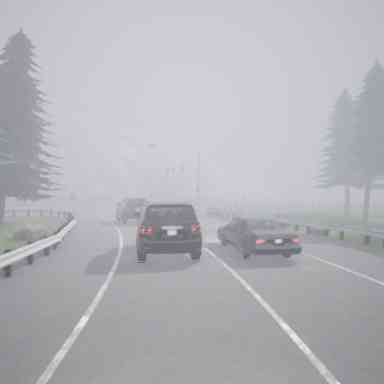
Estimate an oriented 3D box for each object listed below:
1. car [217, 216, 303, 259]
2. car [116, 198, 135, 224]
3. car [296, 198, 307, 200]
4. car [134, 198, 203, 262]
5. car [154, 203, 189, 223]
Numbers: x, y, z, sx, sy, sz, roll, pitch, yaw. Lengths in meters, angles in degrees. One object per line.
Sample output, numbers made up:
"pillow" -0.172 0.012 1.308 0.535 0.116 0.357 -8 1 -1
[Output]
"car" 2.441 1.681 13.354 2.033 1.411 5.357 0 -1 -9
"car" -4.927 1.499 27.663 2.150 2.045 5.566 0 0 -20
"car" 29.045 2.382 89.096 4.892 1.490 1.837 0 -1 -37
"car" -1.029 1.354 12.892 2.150 2.045 5.566 0 0 -9
"car" -1.949 1.802 29.736 1.837 1.490 4.892 0 0 -20
